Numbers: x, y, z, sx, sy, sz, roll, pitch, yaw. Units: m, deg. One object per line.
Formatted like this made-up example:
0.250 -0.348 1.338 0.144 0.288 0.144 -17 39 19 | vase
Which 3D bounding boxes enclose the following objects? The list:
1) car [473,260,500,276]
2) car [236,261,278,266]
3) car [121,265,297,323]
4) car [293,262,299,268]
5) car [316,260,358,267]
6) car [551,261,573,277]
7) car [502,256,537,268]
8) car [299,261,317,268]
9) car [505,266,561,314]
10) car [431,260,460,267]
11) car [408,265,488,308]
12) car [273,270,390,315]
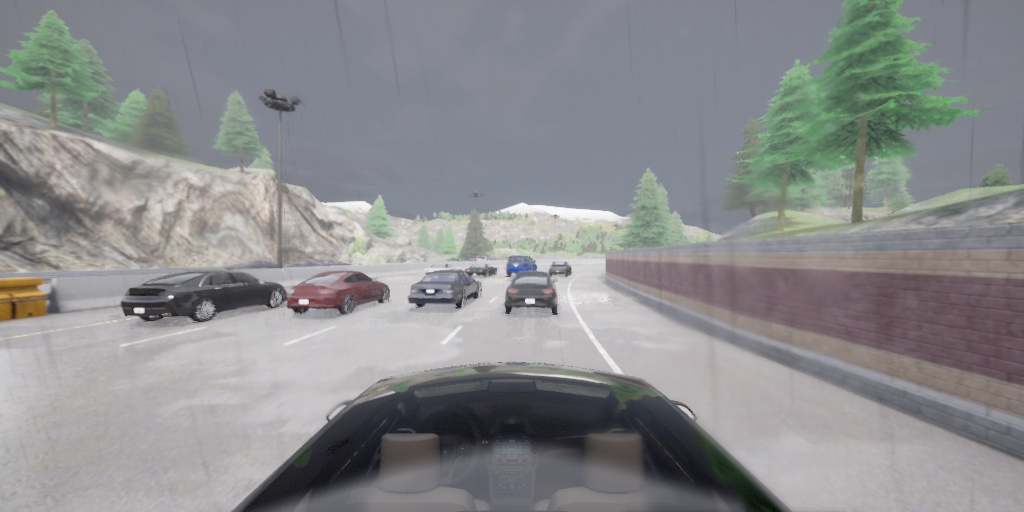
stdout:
-2.786 1.341 34.110 1.895 1.301 4.718 0 0 14 | car
-27.256 1.220 37.909 2.033 1.411 5.357 0 0 13 | car
-9.877 1.227 12.091 1.837 1.490 4.892 0 0 4 | car
-23.092 1.248 40.069 1.994 1.385 4.181 0 0 15 | car
-16.895 1.302 36.108 1.895 1.301 4.718 0 0 13 | car
4.905 1.253 35.802 2.128 1.511 4.902 0 0 15 | car
1.015 0.972 34.907 2.150 2.045 5.566 0 0 14 | car
-19.849 1.186 38.652 2.128 1.511 4.902 0 0 14 | car
0.797 1.277 13.763 1.812 1.442 4.674 0 0 5 | car
-6.413 1.331 33.986 1.895 1.301 4.718 0 0 13 | car
-2.610 1.289 15.122 2.033 1.411 5.357 0 0 6 | car
-6.270 1.258 13.416 1.812 1.442 4.674 0 0 5 | car
